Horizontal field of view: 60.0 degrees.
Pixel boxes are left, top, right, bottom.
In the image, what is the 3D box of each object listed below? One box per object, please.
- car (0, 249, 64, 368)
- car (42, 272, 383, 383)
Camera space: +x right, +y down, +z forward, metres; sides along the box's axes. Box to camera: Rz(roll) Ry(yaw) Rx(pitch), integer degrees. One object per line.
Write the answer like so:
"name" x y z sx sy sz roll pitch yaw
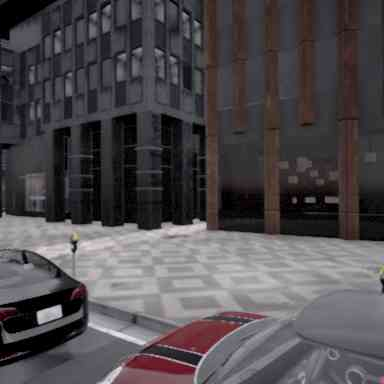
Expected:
"car" -3.513 1.623 5.470 4.313 1.339 1.947 -1 0 36
"car" 1.108 1.442 2.172 4.097 1.590 1.967 -1 0 36
